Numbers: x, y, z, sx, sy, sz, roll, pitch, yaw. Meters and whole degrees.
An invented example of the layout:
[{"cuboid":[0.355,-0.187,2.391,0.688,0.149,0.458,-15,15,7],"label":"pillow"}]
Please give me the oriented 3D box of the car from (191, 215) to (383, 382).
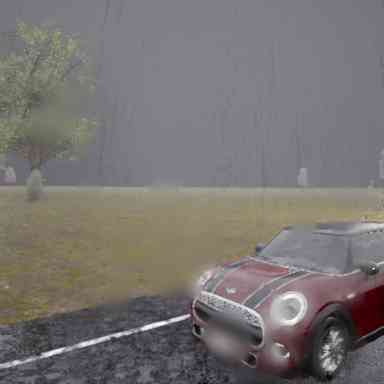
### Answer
[{"cuboid":[2.184,1.331,5.550,4.553,1.767,2.097,0,0,-36],"label":"car"}]
